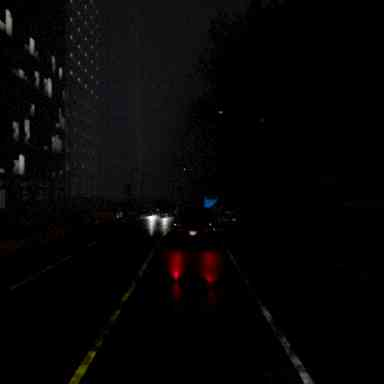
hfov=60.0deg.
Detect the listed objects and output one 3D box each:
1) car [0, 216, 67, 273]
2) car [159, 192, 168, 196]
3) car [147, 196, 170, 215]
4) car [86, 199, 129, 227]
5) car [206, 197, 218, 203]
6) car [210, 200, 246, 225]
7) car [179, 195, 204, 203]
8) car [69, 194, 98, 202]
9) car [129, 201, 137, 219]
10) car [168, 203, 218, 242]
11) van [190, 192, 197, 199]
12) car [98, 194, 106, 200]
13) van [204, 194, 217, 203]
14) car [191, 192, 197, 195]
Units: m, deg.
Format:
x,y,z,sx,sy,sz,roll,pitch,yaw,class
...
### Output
x,y,z,sx,sy,sz,roll,pitch,yaw,class
-5.497,1.479,10.491,1.752,1.417,4.829,0,0,0,car
-6.907,1.183,76.940,2.008,1.369,4.403,0,0,-2,car
-3.143,1.418,32.337,1.994,1.385,4.181,0,0,-1,car
-5.598,1.428,21.782,1.752,1.417,4.829,0,0,-1,car
2.484,1.397,28.393,1.752,1.417,4.829,0,0,-1,car
2.562,1.449,22.599,2.008,1.369,4.403,0,0,-1,car
-0.189,1.335,31.476,1.882,1.535,5.008,0,0,-1,car
-18.981,1.137,57.353,4.206,1.307,1.802,1,0,2,car
-5.676,1.421,27.595,1.887,1.381,4.507,0,0,-1,car
0.013,1.456,15.696,1.812,1.442,4.674,0,0,0,car
0.473,0.911,88.532,1.690,1.788,3.998,0,0,-3,van
-19.097,1.077,65.466,4.206,1.307,1.802,1,0,2,car
2.136,1.161,39.466,1.690,1.788,3.998,0,0,-1,van
0.717,1.124,83.164,1.752,1.417,4.829,0,0,-3,car
